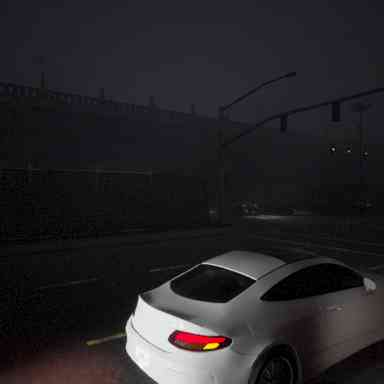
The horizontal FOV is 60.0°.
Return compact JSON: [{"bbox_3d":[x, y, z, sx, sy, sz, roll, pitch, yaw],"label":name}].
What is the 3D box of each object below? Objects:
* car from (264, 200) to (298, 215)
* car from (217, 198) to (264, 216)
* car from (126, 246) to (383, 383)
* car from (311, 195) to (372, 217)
[{"bbox_3d":[8.740,1.581,34.589,1.812,1.442,4.674,0,0,-35],"label":"car"},{"bbox_3d":[4.633,1.407,33.976,2.097,1.767,4.553,0,0,-36],"label":"car"},{"bbox_3d":[1.378,1.526,4.766,4.674,1.442,1.812,0,0,-35],"label":"car"},{"bbox_3d":[14.504,1.276,32.535,2.150,2.045,5.566,0,0,-35],"label":"car"}]
